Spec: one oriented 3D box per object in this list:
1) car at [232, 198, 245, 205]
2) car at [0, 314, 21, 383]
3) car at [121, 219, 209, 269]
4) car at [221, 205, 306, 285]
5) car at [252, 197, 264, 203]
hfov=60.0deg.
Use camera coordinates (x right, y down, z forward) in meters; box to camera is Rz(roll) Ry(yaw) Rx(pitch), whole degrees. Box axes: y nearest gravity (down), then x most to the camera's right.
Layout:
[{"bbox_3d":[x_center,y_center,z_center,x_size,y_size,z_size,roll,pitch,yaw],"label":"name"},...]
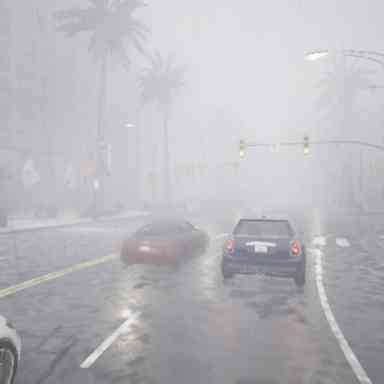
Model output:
[{"bbox_3d":[9.804,2.061,70.050,2.161,1.482,4.786,0,0,20],"label":"car"},{"bbox_3d":[-3.023,1.539,2.001,1.812,1.442,4.674,0,0,4],"label":"car"},{"bbox_3d":[-0.763,1.654,11.684,1.994,1.385,4.181,0,0,18],"label":"car"},{"bbox_3d":[2.331,1.432,10.110,2.097,1.767,4.553,0,-1,18],"label":"car"},{"bbox_3d":[17.559,2.068,90.565,2.185,1.767,4.553,0,0,20],"label":"car"}]
